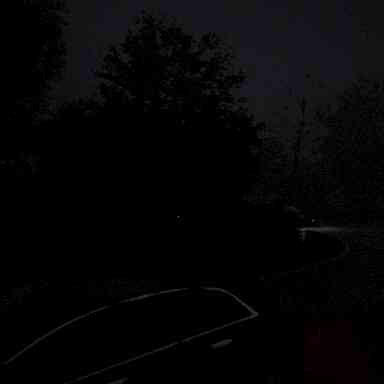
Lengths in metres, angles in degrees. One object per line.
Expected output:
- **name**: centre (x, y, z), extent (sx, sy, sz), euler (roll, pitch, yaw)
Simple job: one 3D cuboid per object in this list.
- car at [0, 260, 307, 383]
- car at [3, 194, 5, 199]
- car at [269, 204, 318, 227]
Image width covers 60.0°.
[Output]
- **car**: centre (-0.998, 1.504, 2.966), extent (4.892, 1.490, 1.837), euler (0, 0, -36)
- **car**: centre (-22.159, 1.241, 37.799), extent (2.435, 2.045, 5.566), euler (0, 0, -36)
- **car**: centre (6.534, 1.575, 23.443), extent (1.812, 1.442, 4.674), euler (1, -1, -35)
